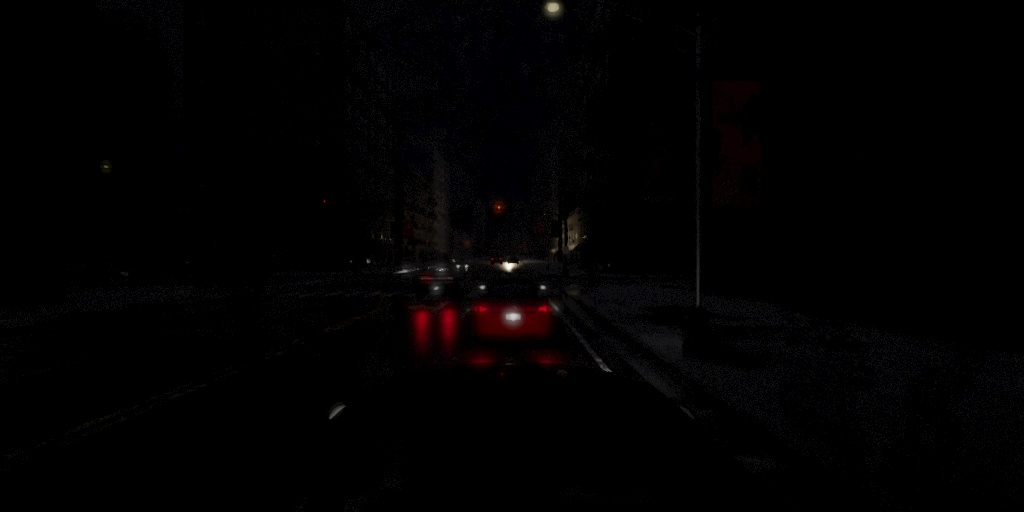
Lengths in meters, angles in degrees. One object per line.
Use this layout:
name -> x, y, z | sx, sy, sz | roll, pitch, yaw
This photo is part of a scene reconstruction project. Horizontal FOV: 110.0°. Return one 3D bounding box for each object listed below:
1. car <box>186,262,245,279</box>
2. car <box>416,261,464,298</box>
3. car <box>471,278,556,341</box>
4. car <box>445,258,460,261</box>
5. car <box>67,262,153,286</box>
car -> -25.277, 1.217, 30.674 | 4.313, 1.339, 1.948 | 0, 0, 0
car -> -3.655, 1.179, 17.932 | 2.128, 1.511, 4.902 | 0, 0, -9
car -> 0.031, 1.282, 9.791 | 1.994, 1.385, 4.181 | 0, 0, 0
car -> -9.650, 1.137, 54.760 | 1.895, 1.301, 4.718 | 0, 0, 0
car -> -25.346, 1.091, 22.649 | 4.097, 1.591, 1.967 | 0, 0, 0
